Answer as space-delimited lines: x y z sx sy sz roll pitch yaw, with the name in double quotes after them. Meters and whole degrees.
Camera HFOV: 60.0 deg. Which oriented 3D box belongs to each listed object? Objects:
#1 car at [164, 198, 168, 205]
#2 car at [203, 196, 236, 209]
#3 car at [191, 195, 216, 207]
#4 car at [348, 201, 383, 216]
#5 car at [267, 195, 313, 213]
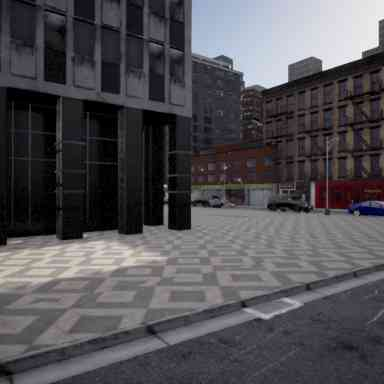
-4.045 1.842 65.059 1.837 1.490 4.892 0 0 -36 "car"
4.363 1.734 48.370 2.128 1.511 4.902 0 0 -36 "car"
2.176 1.520 56.661 2.150 2.045 5.566 0 0 -36 "car"
17.180 1.576 30.847 1.882 1.535 5.008 0 -1 -37 "car"
11.329 1.391 38.845 2.150 2.045 5.566 0 -1 -36 "car"
